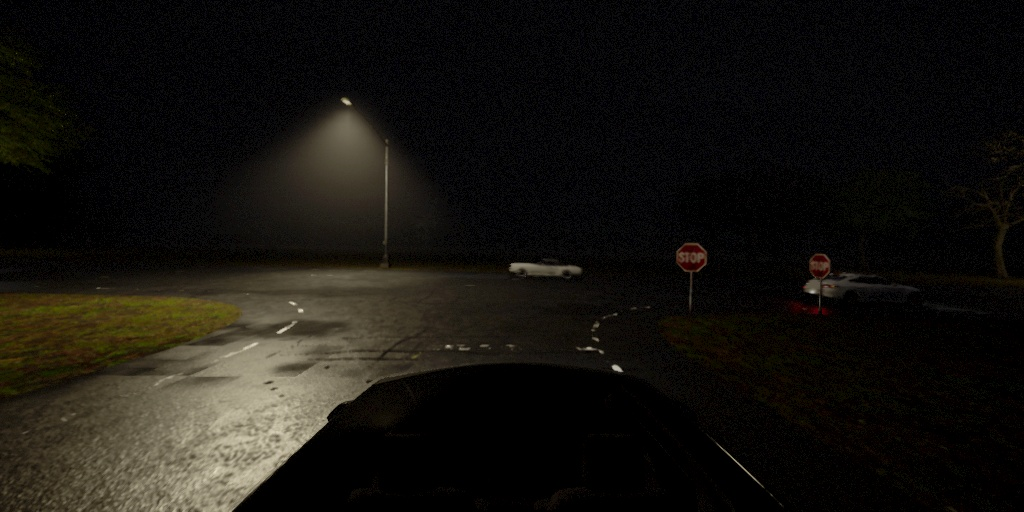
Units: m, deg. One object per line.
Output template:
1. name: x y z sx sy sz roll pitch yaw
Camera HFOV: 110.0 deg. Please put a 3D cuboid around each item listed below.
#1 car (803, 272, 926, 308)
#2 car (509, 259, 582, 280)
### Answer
1. car: 16.436 1.524 16.856 4.674 1.442 1.812 2 3 0
2. car: 2.172 0.824 23.864 4.718 1.301 1.895 2 2 0
